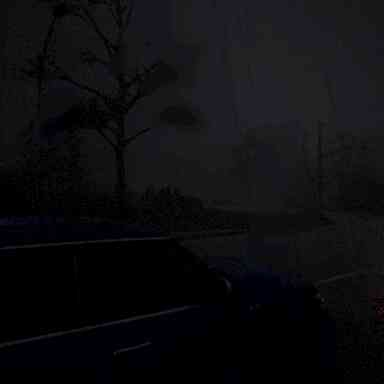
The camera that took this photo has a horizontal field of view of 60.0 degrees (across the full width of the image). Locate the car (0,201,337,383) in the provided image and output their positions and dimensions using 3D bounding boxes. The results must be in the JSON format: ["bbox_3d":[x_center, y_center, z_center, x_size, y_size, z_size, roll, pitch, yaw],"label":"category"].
[{"bbox_3d":[-1.057,1.217,2.953,5.566,2.045,2.150,0,0,-35],"label":"car"}]

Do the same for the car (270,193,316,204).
[{"bbox_3d":[11.050,1.113,36.805,2.150,2.045,5.566,0,0,-29],"label":"car"}]

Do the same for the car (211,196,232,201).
[{"bbox_3d":[4.517,1.443,49.180,1.837,1.490,4.892,0,0,-26],"label":"car"}]
